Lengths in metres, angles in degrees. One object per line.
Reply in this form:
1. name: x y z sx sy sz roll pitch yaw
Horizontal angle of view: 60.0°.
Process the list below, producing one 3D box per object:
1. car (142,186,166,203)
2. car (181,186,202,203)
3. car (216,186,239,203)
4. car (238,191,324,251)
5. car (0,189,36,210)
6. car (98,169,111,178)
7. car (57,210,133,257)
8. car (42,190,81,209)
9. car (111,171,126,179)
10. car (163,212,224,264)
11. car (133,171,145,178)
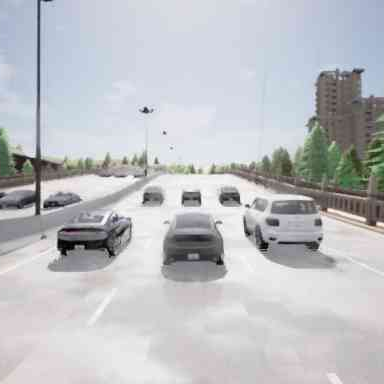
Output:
1. car: -3.549 0.155 31.515 1.837 1.490 4.892 0 6 0
2. car: -0.050 0.124 31.664 2.128 1.511 4.902 0 6 0
3. car: 3.451 0.147 31.582 1.837 1.490 4.892 0 6 0
4. car: 3.535 1.095 13.857 2.150 2.045 5.566 0 2 0
5. car: -14.225 0.558 27.513 1.812 1.442 4.674 0 5 0
6. car: -17.824 -3.886 68.708 2.097 1.767 4.553 0 6 0
7. car: -3.464 1.409 12.649 2.128 1.511 4.902 0 2 0
8. car: -10.725 0.586 27.627 1.994 1.385 4.181 0 5 0
9. car: -14.314 -3.470 66.470 1.812 1.442 4.674 0 6 0
10. car: 0.039 1.452 11.622 1.837 1.490 4.892 0 2 0
11. car: -10.821 -3.640 68.120 2.033 1.411 5.357 0 6 0
